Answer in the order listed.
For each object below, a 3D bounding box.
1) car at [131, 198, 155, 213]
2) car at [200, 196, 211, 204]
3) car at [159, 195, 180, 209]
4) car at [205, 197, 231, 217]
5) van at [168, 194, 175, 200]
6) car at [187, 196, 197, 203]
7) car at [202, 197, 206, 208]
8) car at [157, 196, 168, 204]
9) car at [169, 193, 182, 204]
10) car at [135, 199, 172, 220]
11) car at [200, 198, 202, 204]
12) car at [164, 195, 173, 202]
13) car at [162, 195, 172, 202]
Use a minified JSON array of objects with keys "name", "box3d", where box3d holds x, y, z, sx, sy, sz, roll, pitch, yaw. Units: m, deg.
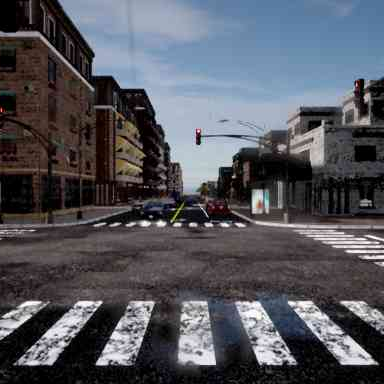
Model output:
[{"name":"car","box3d":[-5.767,1.561,37.494,2.008,1.369,4.403,0,0,0]},{"name":"car","box3d":[2.559,1.591,66.006,2.008,1.369,4.403,-1,0,0]},{"name":"car","box3d":[-3.186,1.566,47.298,2.033,1.411,5.357,0,0,0]},{"name":"car","box3d":[2.623,1.446,31.825,1.967,1.590,4.097,0,0,0]},{"name":"van","box3d":[-5.879,1.430,94.460,1.690,1.788,3.998,-1,0,0]},{"name":"car","box3d":[-0.045,1.593,70.279,2.033,1.411,5.357,0,0,0]},{"name":"car","box3d":[2.602,1.597,43.219,1.802,1.307,4.206,0,0,0]},{"name":"car","box3d":[-5.822,1.565,65.807,1.752,1.417,4.829,0,0,0]},{"name":"car","box3d":[-3.137,1.264,63.645,2.150,2.045,5.566,0,0,0]},{"name":"car","box3d":[-3.163,1.551,28.444,2.033,1.411,5.357,0,0,0]},{"name":"car","box3d":[2.591,1.571,48.916,2.008,1.369,4.403,0,0,0]},{"name":"car","box3d":[-5.855,1.592,82.897,1.752,1.417,4.829,-1,0,0]},{"name":"car","box3d":[-5.846,1.497,77.370,1.967,1.590,4.097,0,0,0]}]
